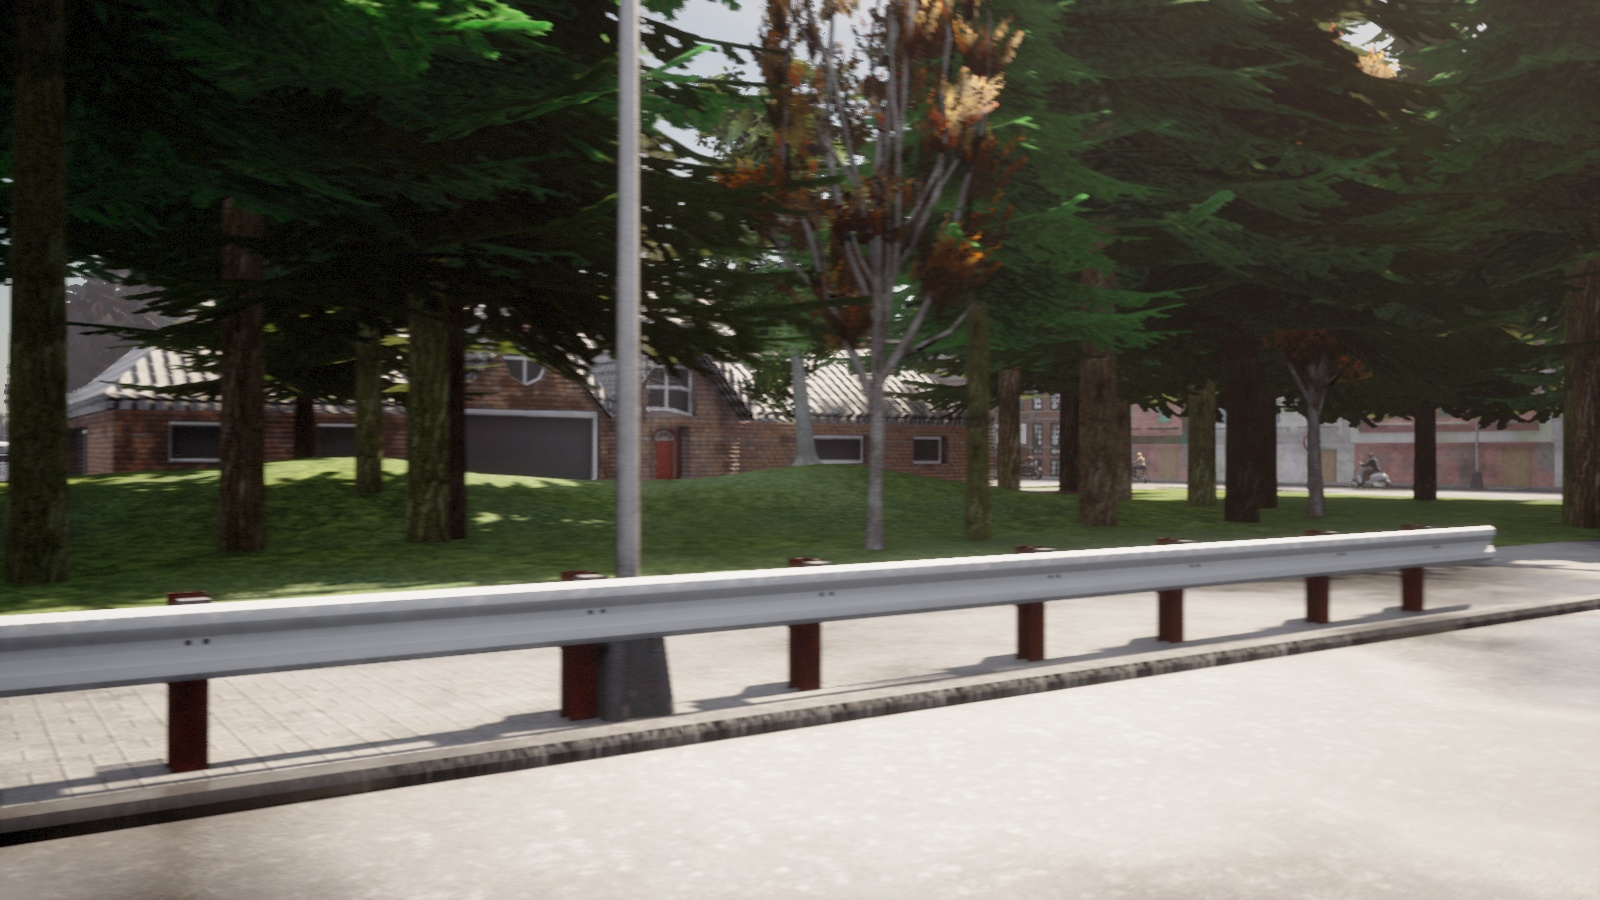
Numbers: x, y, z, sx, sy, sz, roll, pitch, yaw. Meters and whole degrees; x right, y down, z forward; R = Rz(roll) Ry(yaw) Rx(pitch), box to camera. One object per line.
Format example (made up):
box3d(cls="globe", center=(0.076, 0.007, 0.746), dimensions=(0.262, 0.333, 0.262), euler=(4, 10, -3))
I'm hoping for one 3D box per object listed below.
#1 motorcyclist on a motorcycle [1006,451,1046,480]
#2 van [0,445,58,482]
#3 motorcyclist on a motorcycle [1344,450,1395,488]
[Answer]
box3d(cls="motorcyclist on a motorcycle", center=(12.819, 0.863, 71.339), dimensions=(0.766, 1.649, 2.350), euler=(0, 0, -35))
box3d(cls="van", center=(-44.240, 0.737, 70.056), dimensions=(4.480, 2.038, 2.069), euler=(0, 1, -2))
box3d(cls="motorcyclist on a motorcycle", center=(24.575, 0.799, 54.250), dimensions=(0.866, 1.590, 1.817), euler=(0, 0, -35))
